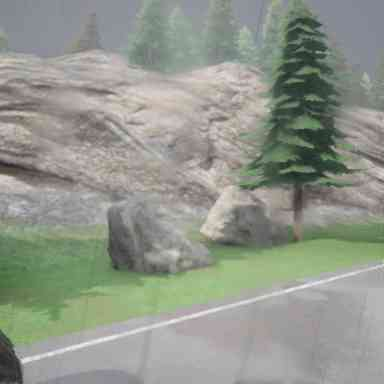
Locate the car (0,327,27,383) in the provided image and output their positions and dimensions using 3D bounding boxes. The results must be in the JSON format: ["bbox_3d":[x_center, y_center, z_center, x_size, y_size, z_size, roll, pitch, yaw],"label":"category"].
[{"bbox_3d":[-3.147,1.562,1.728,4.181,1.385,1.994,0,0,-35],"label":"car"}]
